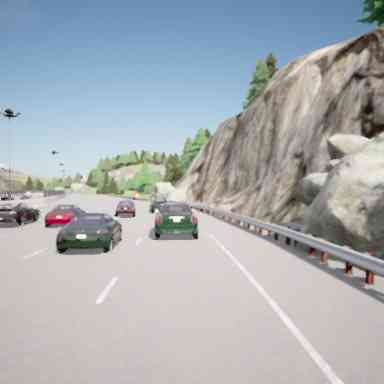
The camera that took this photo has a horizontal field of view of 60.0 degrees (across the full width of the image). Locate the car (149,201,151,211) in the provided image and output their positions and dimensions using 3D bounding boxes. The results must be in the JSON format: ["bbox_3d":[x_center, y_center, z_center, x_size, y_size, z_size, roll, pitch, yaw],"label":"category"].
[{"bbox_3d":[-3.582,1.419,36.129,2.128,1.511,4.902,0,0,-11],"label":"car"}]

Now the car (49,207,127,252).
[{"bbox_3d":[-4.077,1.542,13.775,1.994,1.385,4.181,0,0,-4],"label":"car"}]

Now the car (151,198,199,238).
[{"bbox_3d":[-0.884,1.315,17.484,2.097,1.767,4.553,0,0,-5],"label":"car"}]

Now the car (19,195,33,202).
[{"bbox_3d":[-36.784,1.349,73.913,2.033,1.411,5.357,0,0,-19],"label":"car"}]

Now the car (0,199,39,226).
[{"bbox_3d":[-12.054,1.465,22.926,2.128,1.511,4.902,0,0,-7],"label":"car"}]

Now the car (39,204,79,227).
[{"bbox_3d":[-8.509,1.531,22.697,1.994,1.385,4.181,0,0,-7],"label":"car"}]

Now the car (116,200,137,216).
[{"bbox_3d":[-6.268,1.490,31.600,2.033,1.411,5.357,0,0,-10],"label":"car"}]
